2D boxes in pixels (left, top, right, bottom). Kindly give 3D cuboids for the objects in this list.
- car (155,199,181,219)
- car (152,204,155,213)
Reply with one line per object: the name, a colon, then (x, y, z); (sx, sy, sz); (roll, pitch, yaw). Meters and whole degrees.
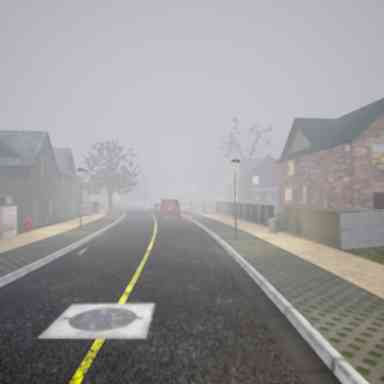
car: (-2.393, 1.687, 34.169); (2.150, 2.045, 5.566); (0, -1, -8)
car: (-4.565, 2.203, 47.095); (1.882, 1.535, 5.008); (0, -1, -11)
